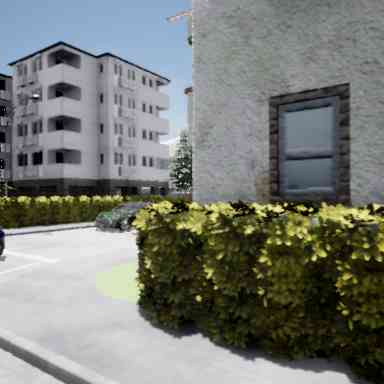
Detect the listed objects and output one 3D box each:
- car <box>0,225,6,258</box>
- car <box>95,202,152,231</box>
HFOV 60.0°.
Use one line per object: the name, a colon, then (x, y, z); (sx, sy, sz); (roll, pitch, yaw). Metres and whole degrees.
car: (-7.861, 1.316, 9.520); (2.150, 2.045, 5.566); (-2, -1, 4)
car: (-4.114, 1.480, 21.796); (2.097, 1.767, 4.553); (-1, 0, 35)
